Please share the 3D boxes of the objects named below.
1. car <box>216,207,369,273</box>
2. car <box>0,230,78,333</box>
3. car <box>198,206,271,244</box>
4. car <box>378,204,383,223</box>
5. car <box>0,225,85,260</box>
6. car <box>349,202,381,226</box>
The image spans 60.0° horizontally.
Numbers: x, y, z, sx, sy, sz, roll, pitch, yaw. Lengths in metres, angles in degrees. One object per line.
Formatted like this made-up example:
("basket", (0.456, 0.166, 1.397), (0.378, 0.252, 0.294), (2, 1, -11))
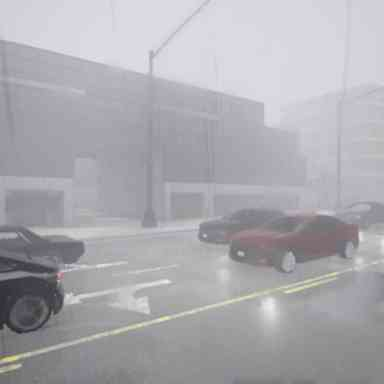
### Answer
("car", (3.393, 1.430, 10.712), (5.008, 1.535, 1.882), (-1, 0, -36))
("car", (-4.261, 1.565, 5.243), (4.181, 1.385, 1.994), (0, 0, -35))
("car", (2.538, 1.413, 14.402), (5.008, 1.535, 1.882), (-1, 0, -35))
("car", (11.316, 1.380, 16.359), (4.181, 1.385, 1.994), (-1, 1, -35))
("car", (-5.430, 1.598, 8.724), (4.718, 1.301, 1.895), (0, 0, -35))
("car", (10.403, 1.321, 20.009), (4.674, 1.442, 1.812), (-1, 1, -36))
